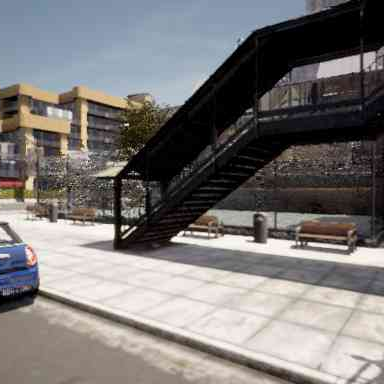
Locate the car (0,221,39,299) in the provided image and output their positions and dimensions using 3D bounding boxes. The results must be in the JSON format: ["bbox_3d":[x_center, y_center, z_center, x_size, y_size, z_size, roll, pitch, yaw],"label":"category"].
[{"bbox_3d":[-5.308,1.298,7.087,4.553,1.767,2.185,0,0,35],"label":"car"}]
